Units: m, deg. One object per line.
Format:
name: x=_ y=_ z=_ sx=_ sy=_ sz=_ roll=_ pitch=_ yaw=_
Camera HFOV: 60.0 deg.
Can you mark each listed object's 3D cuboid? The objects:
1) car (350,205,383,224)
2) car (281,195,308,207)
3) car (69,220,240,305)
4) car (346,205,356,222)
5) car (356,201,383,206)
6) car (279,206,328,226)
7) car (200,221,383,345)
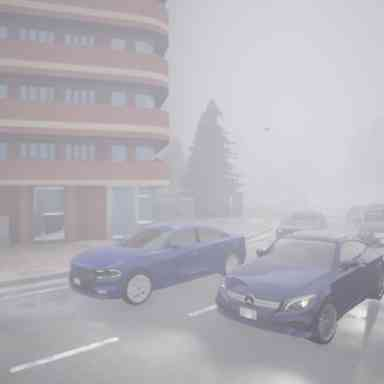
car: x=8.213 y=1.538 z=14.239 sx=2.128 sy=1.511 sz=4.902 roll=-1 pitch=-1 yaw=29
car: x=16.990 y=1.492 z=55.107 sx=2.150 sy=2.045 sz=5.566 roll=0 pitch=0 yaw=-14
car: x=-0.588 y=1.546 z=8.550 sx=1.882 sy=1.535 sz=5.008 roll=-1 pitch=-1 yaw=44
car: x=12.331 y=1.631 z=23.777 sx=2.033 sy=1.411 sz=5.357 roll=-1 pitch=0 yaw=16
car: x=10.988 y=1.413 z=18.994 sx=2.097 sy=1.767 sz=4.553 roll=-1 pitch=0 yaw=20
car: x=5.690 y=1.627 z=16.618 sx=2.033 sy=1.411 sz=5.357 roll=-1 pitch=0 yaw=29
car: x=2.438 y=1.559 z=6.680 sx=1.812 sy=1.442 sz=4.674 roll=-1 pitch=-1 yaw=43
